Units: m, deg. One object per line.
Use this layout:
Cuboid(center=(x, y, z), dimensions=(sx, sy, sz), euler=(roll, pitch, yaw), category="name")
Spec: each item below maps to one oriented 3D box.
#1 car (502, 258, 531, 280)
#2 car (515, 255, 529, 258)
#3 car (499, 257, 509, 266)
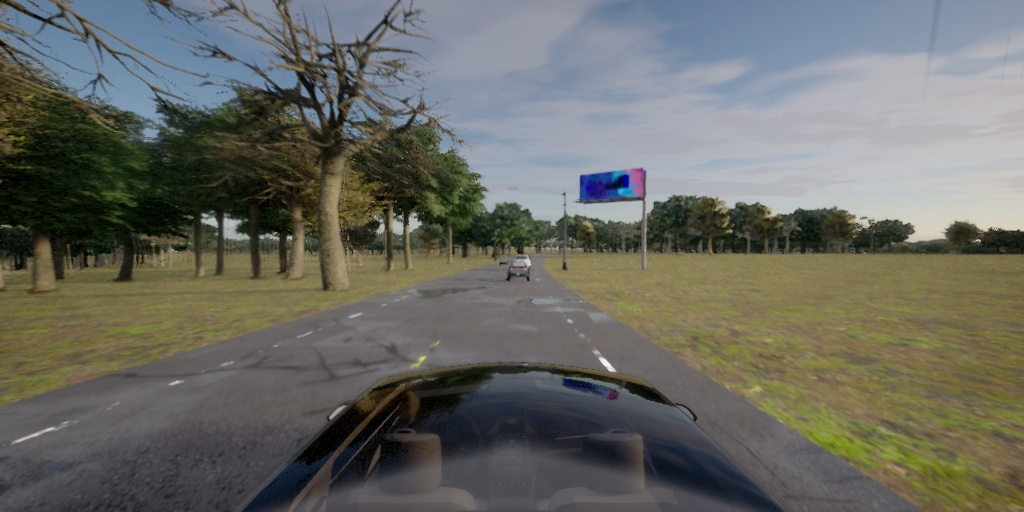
Cuboid(center=(0.566, 1.215, 30.442), dimensions=(2.128, 1.511, 4.902), euler=(0, 0, 2), category="car")
Cuboid(center=(1.422, 0.825, 50.034), dimensions=(2.150, 2.045, 5.566), euler=(0, 0, 3), category="car")
Cuboid(center=(-1.242, 0.960, 64.810), dimensions=(1.837, 1.490, 4.892), euler=(0, 1, 5), category="car")
